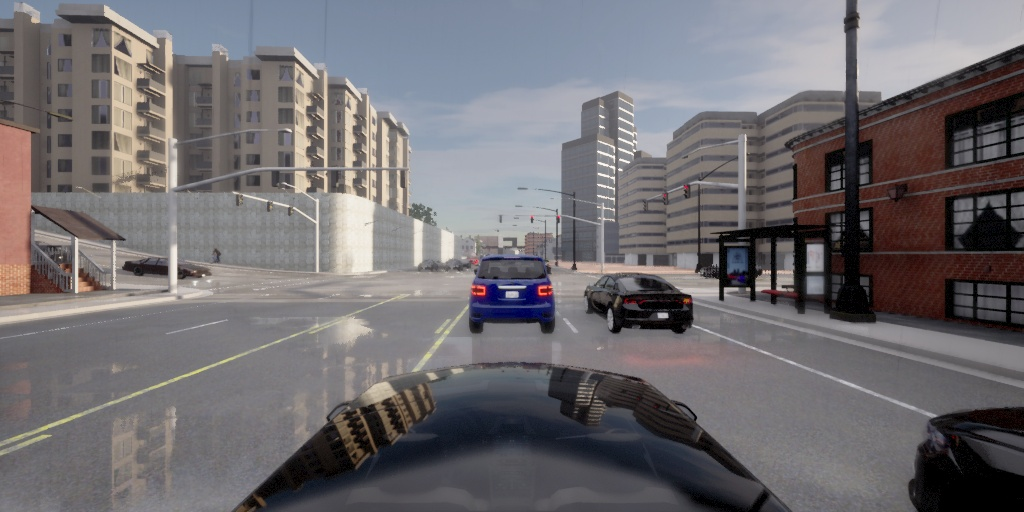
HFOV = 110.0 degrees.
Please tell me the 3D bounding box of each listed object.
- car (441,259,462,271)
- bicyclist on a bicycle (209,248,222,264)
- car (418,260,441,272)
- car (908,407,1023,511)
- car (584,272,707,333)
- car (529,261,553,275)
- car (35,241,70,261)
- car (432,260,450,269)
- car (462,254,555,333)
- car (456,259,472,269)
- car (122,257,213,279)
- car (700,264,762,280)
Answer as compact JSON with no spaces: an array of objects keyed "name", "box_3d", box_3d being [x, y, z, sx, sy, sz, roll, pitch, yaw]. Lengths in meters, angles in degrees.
[{"name":"car","box_3d":[-7.520,1.241,47.329,2.128,1.511,4.902,0,0,0]},{"name":"bicyclist on a bicycle","box_3d":[-31.073,0.029,37.679,0.582,1.620,1.656,6,0,0]},{"name":"car","box_3d":[-11.017,1.241,47.227,2.128,1.511,4.902,0,0,0]},{"name":"car","box_3d":[3.608,1.240,0.350,2.128,1.511,4.902,0,0,0]},{"name":"car","box_3d":[3.494,1.228,10.798,1.882,1.535,5.008,0,0,0]},{"name":"car","box_3d":[3.124,1.276,39.572,1.812,1.442,4.674,-1,0,-4]},{"name":"car","box_3d":[-35.482,-0.392,26.615,4.181,1.385,1.994,10,0,-1]},{"name":"car","box_3d":[-11.104,1.351,56.491,1.895,1.301,4.718,0,0,0]},{"name":"car","box_3d":[-0.007,0.971,10.858,2.150,2.045,5.566,0,0,0]},{"name":"car","box_3d":[-7.602,1.228,56.760,1.882,1.535,5.008,0,0,0]},{"name":"car","box_3d":[-25.632,0.837,26.738,5.357,1.411,2.033,5,0,-1]},{"name":"car","box_3d":[18.864,1.241,31.003,4.902,1.511,2.128,0,0,-1]}]
